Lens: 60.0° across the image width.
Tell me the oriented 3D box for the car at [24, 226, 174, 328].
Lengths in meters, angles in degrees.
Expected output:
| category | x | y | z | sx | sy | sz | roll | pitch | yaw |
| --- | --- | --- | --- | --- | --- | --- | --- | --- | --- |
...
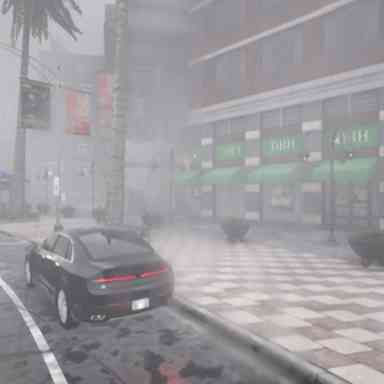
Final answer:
| category | x | y | z | sx | sy | sz | roll | pitch | yaw |
| --- | --- | --- | --- | --- | --- | --- | --- | --- | --- |
| car | -2.238 | 1.493 | 7.130 | 1.837 | 1.490 | 4.892 | 0 | 0 | -36 |
